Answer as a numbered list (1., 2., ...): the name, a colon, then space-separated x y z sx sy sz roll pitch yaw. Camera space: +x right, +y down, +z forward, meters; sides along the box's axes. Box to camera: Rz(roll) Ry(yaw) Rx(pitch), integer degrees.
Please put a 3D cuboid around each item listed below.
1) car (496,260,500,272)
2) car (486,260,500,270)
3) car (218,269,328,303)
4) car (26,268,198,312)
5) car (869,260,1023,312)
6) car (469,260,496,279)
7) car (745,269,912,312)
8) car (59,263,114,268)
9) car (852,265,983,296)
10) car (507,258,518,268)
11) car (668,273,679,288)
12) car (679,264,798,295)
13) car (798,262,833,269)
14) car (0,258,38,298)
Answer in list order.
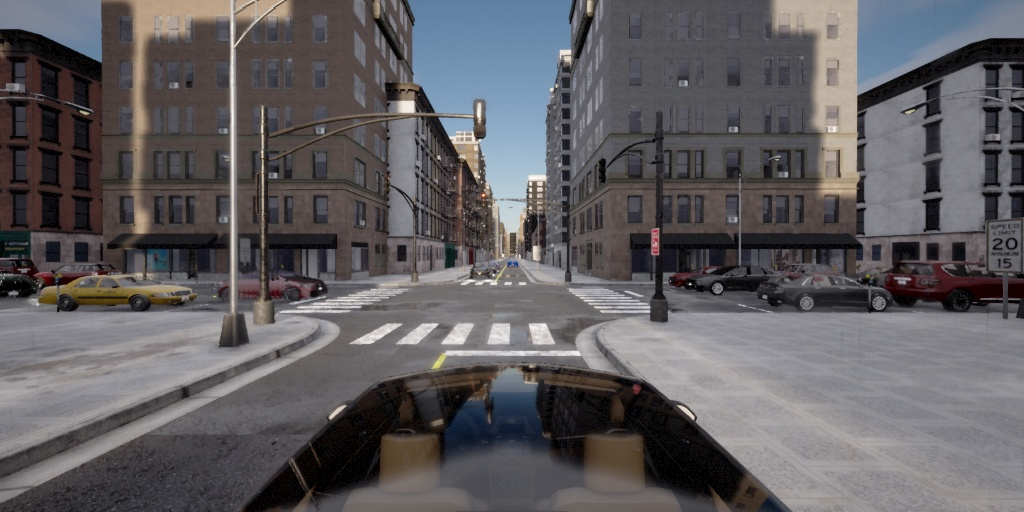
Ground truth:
1. car: -2.754 1.305 42.813 2.033 1.411 5.357 0 0 0
2. car: -2.725 1.288 52.716 1.812 1.442 4.674 0 0 1
3. car: -10.811 1.320 16.388 4.181 1.385 1.994 0 0 -3
4. car: -14.885 1.293 13.704 4.829 1.417 1.751 0 0 0
5. car: 17.200 1.091 13.601 5.009 1.841 2.192 0 0 0
6. car: -2.777 1.259 33.016 1.837 1.490 4.892 0 0 0
7. car: 11.791 1.325 13.619 4.403 1.370 2.007 0 0 0
8. car: -26.352 1.167 21.766 4.097 1.591 1.967 0 0 0
9. car: 21.401 1.255 19.073 4.892 1.490 1.837 0 0 0
10. car: 0.144 1.246 63.126 1.882 1.535 5.008 0 0 0
11. car: 11.817 1.280 21.644 4.507 1.381 1.888 0 0 0
12. car: 11.919 1.253 19.100 4.892 1.490 1.837 0 0 0
13. car: 17.226 1.176 21.626 4.097 1.591 1.967 0 0 0
14. car: -24.822 1.105 16.270 4.553 1.767 2.097 0 0 0
